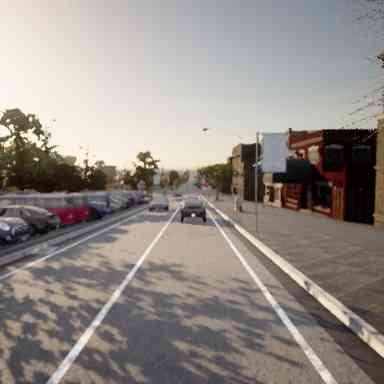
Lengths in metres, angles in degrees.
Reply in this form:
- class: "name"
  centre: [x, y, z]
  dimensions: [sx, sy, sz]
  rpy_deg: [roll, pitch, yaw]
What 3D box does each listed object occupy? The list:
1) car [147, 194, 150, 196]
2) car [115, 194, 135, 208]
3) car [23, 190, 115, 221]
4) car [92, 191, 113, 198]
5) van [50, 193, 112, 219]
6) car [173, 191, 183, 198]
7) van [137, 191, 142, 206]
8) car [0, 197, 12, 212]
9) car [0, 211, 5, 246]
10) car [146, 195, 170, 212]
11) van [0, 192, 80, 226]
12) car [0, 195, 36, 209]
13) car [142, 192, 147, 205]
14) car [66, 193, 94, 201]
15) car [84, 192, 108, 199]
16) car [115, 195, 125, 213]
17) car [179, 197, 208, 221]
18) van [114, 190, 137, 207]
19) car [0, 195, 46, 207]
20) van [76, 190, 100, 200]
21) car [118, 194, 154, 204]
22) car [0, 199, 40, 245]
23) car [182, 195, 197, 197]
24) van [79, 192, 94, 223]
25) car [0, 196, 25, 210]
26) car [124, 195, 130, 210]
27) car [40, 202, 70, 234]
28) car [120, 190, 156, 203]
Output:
- class: "car"
  centre: [-8.975, 1.139, 49.773]
  dimensions: [4.674, 1.452, 2.002]
  rpy_deg: [0, 1, 0]
- class: "car"
  centre: [-8.984, 1.299, 35.755]
  dimensions: [4.792, 1.488, 2.163]
  rpy_deg: [0, 1, 0]
- class: "car"
  centre: [-8.913, 1.099, 24.534]
  dimensions: [5.566, 2.045, 2.435]
  rpy_deg: [0, 0, 0]
- class: "car"
  centre: [-22.124, 0.556, 82.245]
  dimensions: [4.553, 1.767, 2.185]
  rpy_deg: [0, 1, 0]
- class: "van"
  centre: [-9.061, 1.110, 27.335]
  dimensions: [4.442, 1.987, 1.878]
  rpy_deg: [0, 0, 0]
- class: "car"
  centre: [-3.241, 0.481, 76.383]
  dimensions: [2.097, 1.767, 4.553]
  rpy_deg: [0, 1, 0]
- class: "van"
  centre: [-8.845, 0.981, 41.357]
  dimensions: [4.442, 1.987, 1.878]
  rpy_deg: [0, 1, 0]
- class: "car"
  centre: [-22.004, 1.307, 35.066]
  dimensions: [4.792, 1.488, 2.163]
  rpy_deg: [0, 0, 0]
- class: "car"
  centre: [-8.921, 1.461, 10.519]
  dimensions: [4.674, 1.452, 2.002]
  rpy_deg: [0, 0, 0]
- class: "car"
  centre: [-3.332, 1.289, 34.507]
  dimensions: [1.812, 1.442, 4.674]
  rpy_deg: [0, 1, 0]
- class: "van"
  centre: [-9.050, 1.153, 18.927]
  dimensions: [4.442, 1.987, 1.878]
  rpy_deg: [0, 0, 0]
- class: "car"
  centre: [-22.035, 1.215, 40.614]
  dimensions: [5.008, 1.535, 2.097]
  rpy_deg: [0, 1, 0]
- class: "car"
  centre: [-8.960, 1.171, 44.167]
  dimensions: [5.008, 1.535, 2.097]
  rpy_deg: [0, 1, 0]
- class: "car"
  centre: [-22.042, 0.924, 65.595]
  dimensions: [4.792, 1.488, 2.163]
  rpy_deg: [0, 1, 0]
- class: "car"
  centre: [-22.080, 0.752, 76.696]
  dimensions: [5.008, 1.535, 2.097]
  rpy_deg: [0, 1, 0]
- class: "car"
  centre: [-8.954, 1.316, 30.144]
  dimensions: [4.892, 1.521, 2.231]
  rpy_deg: [0, 0, 0]
- class: "car"
  centre: [0.102, 1.346, 25.193]
  dimensions: [1.837, 1.490, 4.892]
  rpy_deg: [0, 0, 0]
- class: "van"
  centre: [-9.075, 1.012, 38.555]
  dimensions: [4.442, 1.987, 1.878]
  rpy_deg: [0, 1, 0]
- class: "car"
  centre: [-22.038, 1.183, 43.392]
  dimensions: [4.892, 1.521, 2.231]
  rpy_deg: [0, 1, 0]
- class: "van"
  centre: [-22.195, 0.597, 71.141]
  dimensions: [4.442, 1.987, 1.878]
  rpy_deg: [0, 1, 0]
- class: "car"
  centre: [-8.790, 1.060, 52.576]
  dimensions: [5.366, 1.575, 1.946]
  rpy_deg: [0, 1, 0]
- class: "car"
  centre: [-8.958, 1.281, 13.321]
  dimensions: [4.553, 1.767, 2.185]
  rpy_deg: [0, 0, 0]
- class: "car"
  centre: [0.105, 1.238, 42.025]
  dimensions: [2.033, 1.411, 5.357]
  rpy_deg: [0, 1, 0]
- class: "van"
  centre: [-9.054, 1.139, 21.730]
  dimensions: [4.442, 1.987, 1.878]
  rpy_deg: [0, 0, 0]
- class: "car"
  centre: [-22.221, 1.243, 37.837]
  dimensions: [5.366, 1.575, 1.946]
  rpy_deg: [0, 1, 0]
- class: "car"
  centre: [-8.948, 1.334, 32.948]
  dimensions: [4.674, 1.452, 2.002]
  rpy_deg: [0, 0, 0]
- class: "car"
  centre: [-8.924, 1.394, 16.125]
  dimensions: [4.892, 1.521, 2.231]
  rpy_deg: [0, 0, 0]
- class: "car"
  centre: [-8.951, 0.775, 55.376]
  dimensions: [5.566, 2.045, 2.435]
  rpy_deg: [0, 1, 0]
